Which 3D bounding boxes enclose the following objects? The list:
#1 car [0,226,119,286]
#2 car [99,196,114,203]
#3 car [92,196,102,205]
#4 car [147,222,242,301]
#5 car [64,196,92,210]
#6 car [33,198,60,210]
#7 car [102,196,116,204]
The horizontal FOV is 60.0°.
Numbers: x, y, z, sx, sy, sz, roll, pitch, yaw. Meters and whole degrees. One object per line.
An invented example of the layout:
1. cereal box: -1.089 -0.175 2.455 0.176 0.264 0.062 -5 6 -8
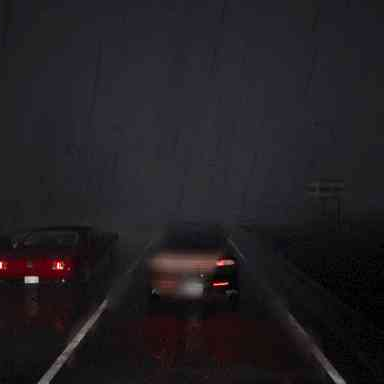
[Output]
1. car: -3.427 1.601 9.379 1.895 1.301 4.718 0 0 0
2. car: -18.441 1.594 72.033 1.895 1.301 4.718 0 0 0
3. car: -18.505 1.526 60.559 1.812 1.442 4.674 0 0 1
4. car: 0.064 1.492 8.291 2.128 1.511 4.902 0 0 1
5. car: -15.062 1.565 43.394 1.994 1.385 4.181 0 0 0
6. car: -18.564 1.506 42.707 1.837 1.490 4.892 0 0 0
7. car: -15.009 1.506 61.559 1.837 1.490 4.892 0 0 1
